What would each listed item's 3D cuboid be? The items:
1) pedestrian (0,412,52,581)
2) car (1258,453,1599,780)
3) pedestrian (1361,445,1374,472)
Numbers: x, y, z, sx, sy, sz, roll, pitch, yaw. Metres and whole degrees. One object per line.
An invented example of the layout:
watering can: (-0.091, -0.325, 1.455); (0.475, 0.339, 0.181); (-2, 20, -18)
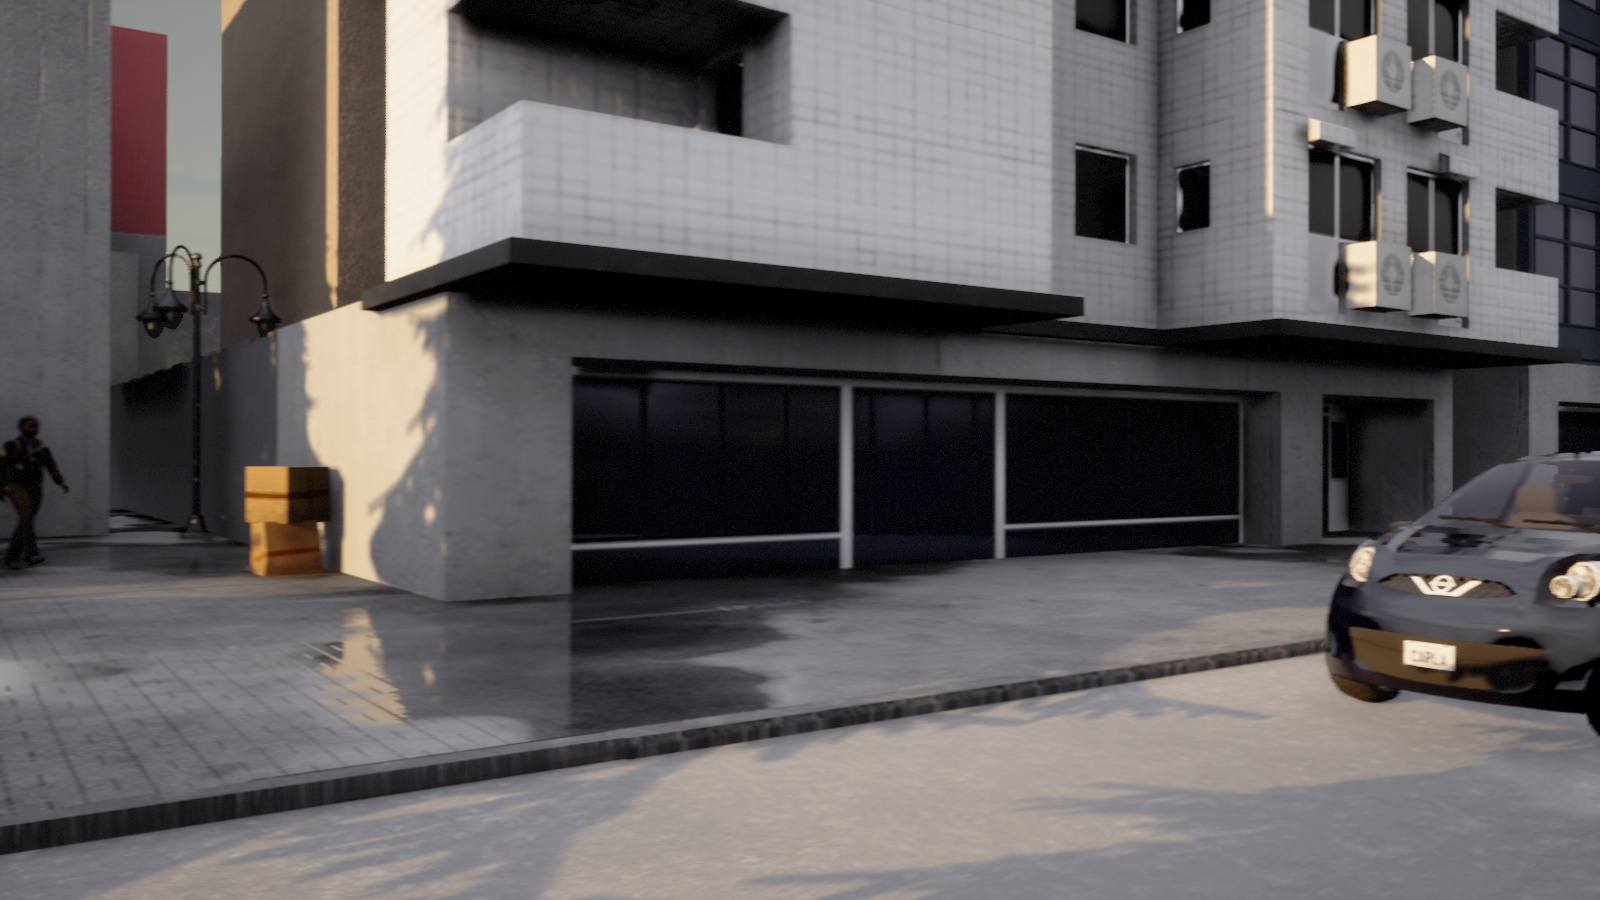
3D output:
pedestrian: (-9.135, 0.530, 14.696); (0.692, 1.930, 0.395); (0, 0, 33)
car: (4.660, 0.767, 7.529); (3.633, 1.501, 1.845); (0, 0, -35)
pedestrian: (38.310, 0.575, 84.778); (0.402, 1.842, 0.726); (0, 0, -36)
